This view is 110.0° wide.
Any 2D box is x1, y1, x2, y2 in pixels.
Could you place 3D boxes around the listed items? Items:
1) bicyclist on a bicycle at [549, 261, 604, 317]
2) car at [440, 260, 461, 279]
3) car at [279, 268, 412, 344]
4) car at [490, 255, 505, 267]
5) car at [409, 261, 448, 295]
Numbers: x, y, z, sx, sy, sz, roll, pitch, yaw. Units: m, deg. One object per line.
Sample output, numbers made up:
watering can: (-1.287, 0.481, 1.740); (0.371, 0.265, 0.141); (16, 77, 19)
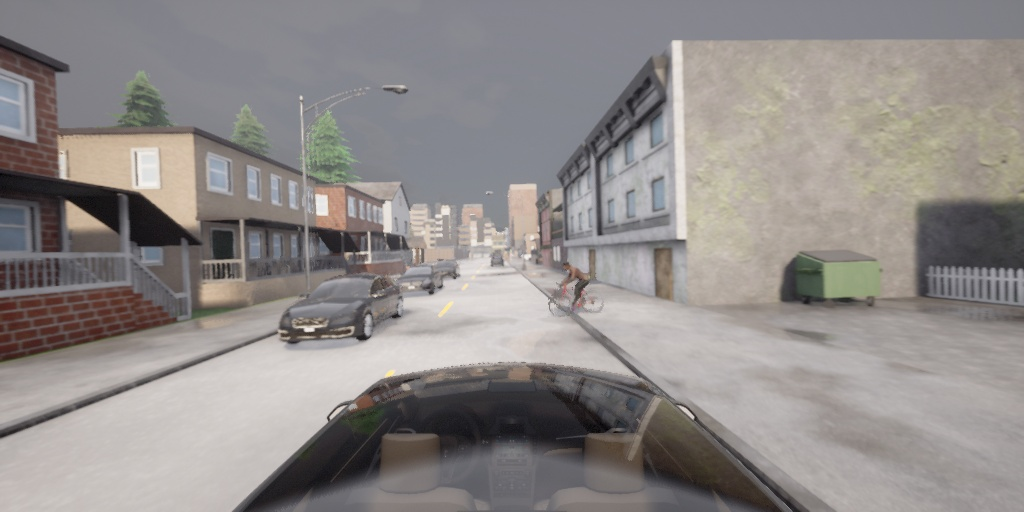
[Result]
bicyclist on a bicycle: (1.839, 0.952, 10.532); (1.656, 1.620, 0.582); (-7, 1, -3)
car: (-5.266, 1.071, 29.032); (1.837, 1.490, 4.892); (-2, 1, -2)
car: (-4.418, 1.287, 10.034); (1.837, 1.490, 4.892); (-2, 1, -3)
car: (-2.102, 0.677, 51.201); (2.128, 1.511, 4.902); (-2, 1, -3)
car: (-4.834, 1.204, 19.216); (1.812, 1.442, 4.674); (-2, 1, -2)
